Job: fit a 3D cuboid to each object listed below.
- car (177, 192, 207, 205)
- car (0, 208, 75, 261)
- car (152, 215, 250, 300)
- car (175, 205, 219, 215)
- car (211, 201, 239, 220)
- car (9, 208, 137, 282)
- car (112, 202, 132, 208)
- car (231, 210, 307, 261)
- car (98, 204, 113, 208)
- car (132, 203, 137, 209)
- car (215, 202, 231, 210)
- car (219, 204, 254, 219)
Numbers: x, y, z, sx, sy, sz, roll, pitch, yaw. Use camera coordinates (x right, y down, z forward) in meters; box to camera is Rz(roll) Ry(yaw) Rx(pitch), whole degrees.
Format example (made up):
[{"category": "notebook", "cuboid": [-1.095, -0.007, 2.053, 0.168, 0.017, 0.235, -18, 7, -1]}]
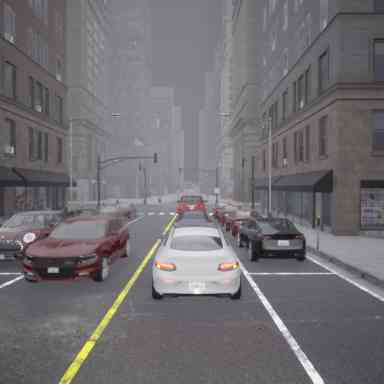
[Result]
[{"category": "car", "cuboid": [-0.022, 1.220, 26.152, 2.150, 2.045, 5.566, 0, 0, 0]}, {"category": "car", "cuboid": [-5.785, 1.438, 12.029, 1.967, 1.590, 4.097, -1, 0, 0]}, {"category": "car", "cuboid": [0.094, 1.524, 8.279, 1.812, 1.442, 4.674, 0, 0, 0]}, {"category": "car", "cuboid": [0.083, 1.562, 16.765, 1.994, 1.385, 4.181, 0, 0, 0]}, {"category": "car", "cuboid": [2.728, 1.544, 28.552, 1.887, 1.381, 4.507, -1, 0, 0]}, {"category": "car", "cuboid": [-3.103, 1.476, 9.939, 1.882, 1.535, 5.008, 0, 0, 0]}, {"category": "car", "cuboid": [-5.792, 1.549, 23.040, 2.008, 1.369, 4.403, -1, 0, 0]}, {"category": "car", "cuboid": [2.742, 1.564, 12.037, 1.947, 1.339, 4.313, -1, 0, 0]}, {"category": "car", "cuboid": [-5.788, 1.564, 17.535, 1.947, 1.339, 4.313, -1, 0, 0]}, {"category": "car", "cuboid": [-5.797, 1.544, 28.546, 1.887, 1.381, 4.507, -1, 0, 0]}, {"category": "car", "cuboid": [2.733, 1.544, 23.047, 1.887, 1.381, 4.507, -1, 0, 0]}, {"category": "car", "cuboid": [2.737, 1.543, 17.541, 1.887, 1.381, 4.507, -1, 0, 0]}]
